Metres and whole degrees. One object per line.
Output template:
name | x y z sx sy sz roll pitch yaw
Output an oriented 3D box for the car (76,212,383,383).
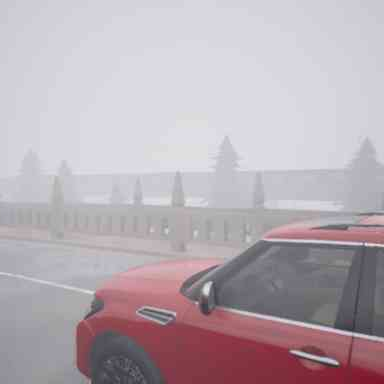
car | 1.422 1.208 2.816 5.566 2.045 2.150 0 0 35
